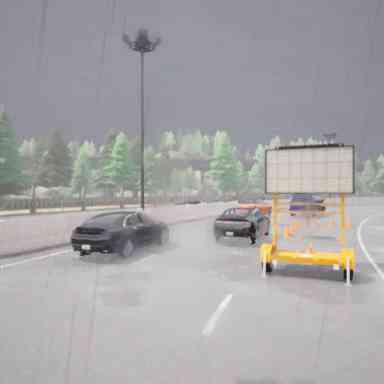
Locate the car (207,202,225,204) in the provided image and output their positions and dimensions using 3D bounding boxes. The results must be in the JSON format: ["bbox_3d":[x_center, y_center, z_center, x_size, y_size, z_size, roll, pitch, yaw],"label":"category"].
[{"bbox_3d":[3.674,1.527,45.094,1.994,1.385,4.181,0,0,38],"label":"car"}]

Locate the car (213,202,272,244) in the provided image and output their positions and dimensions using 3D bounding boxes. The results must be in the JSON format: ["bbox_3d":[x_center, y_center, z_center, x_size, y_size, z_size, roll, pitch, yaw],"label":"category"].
[{"bbox_3d":[2.501,1.479,15.862,2.128,1.511,4.902,0,0,23],"label":"car"}]

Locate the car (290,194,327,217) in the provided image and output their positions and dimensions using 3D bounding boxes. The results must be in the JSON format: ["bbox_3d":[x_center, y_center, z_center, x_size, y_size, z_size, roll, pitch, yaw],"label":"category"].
[{"bbox_3d":[11.052,1.194,31.369,2.150,2.045,5.566,0,0,35],"label":"car"}]

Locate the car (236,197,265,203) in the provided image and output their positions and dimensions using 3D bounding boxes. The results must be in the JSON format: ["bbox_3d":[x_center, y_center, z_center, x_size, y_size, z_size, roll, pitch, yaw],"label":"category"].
[{"bbox_3d":[5.443,1.329,29.033,2.097,1.767,4.553,0,0,31],"label":"car"}]

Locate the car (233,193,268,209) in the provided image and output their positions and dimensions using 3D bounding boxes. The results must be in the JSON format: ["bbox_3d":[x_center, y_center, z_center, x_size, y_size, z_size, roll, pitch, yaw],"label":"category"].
[{"bbox_3d":[7.999,1.186,44.979,2.150,2.045,5.566,0,0,40],"label":"car"}]

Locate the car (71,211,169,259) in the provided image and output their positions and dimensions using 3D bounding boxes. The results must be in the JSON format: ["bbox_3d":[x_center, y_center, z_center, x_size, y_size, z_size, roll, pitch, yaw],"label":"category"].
[{"bbox_3d":[-2.515,1.493,12.788,1.837,1.490,4.892,0,0,20],"label":"car"}]

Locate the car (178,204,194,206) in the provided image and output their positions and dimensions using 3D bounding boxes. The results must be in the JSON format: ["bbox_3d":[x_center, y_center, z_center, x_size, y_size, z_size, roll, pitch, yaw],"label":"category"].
[{"bbox_3d":[-0.846,1.315,44.973,2.097,1.767,4.553,0,0,38],"label":"car"}]

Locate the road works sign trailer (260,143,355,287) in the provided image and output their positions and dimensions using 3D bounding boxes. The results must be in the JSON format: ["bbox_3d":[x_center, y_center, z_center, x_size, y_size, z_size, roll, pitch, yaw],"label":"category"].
[{"bbox_3d":[3.350,0.457,9.589,2.380,3.560,2.880,0,0,23],"label":"road works sign trailer"}]
